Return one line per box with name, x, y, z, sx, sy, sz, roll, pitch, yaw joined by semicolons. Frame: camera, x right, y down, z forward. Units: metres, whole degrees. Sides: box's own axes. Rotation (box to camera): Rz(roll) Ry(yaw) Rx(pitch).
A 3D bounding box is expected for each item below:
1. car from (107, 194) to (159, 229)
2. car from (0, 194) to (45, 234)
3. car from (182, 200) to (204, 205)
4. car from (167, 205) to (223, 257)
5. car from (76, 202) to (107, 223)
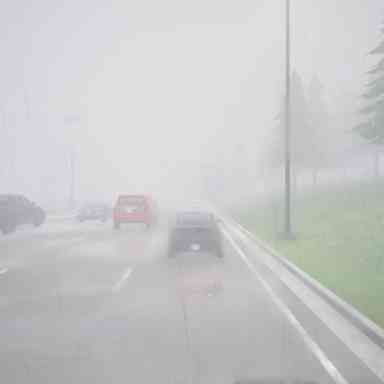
car;-3.384;1.129;20.789;2.150;2.045;5.566;0;0;0
car;-10.387;1.136;18.697;2.150;2.045;5.566;0;0;0
car;0.122;1.397;29.612;1.812;1.442;4.674;0;0;0
car;0.108;1.449;12.684;1.837;1.490;4.892;0;0;0
car;-6.878;1.438;24.594;2.033;1.411;5.357;0;0;0
